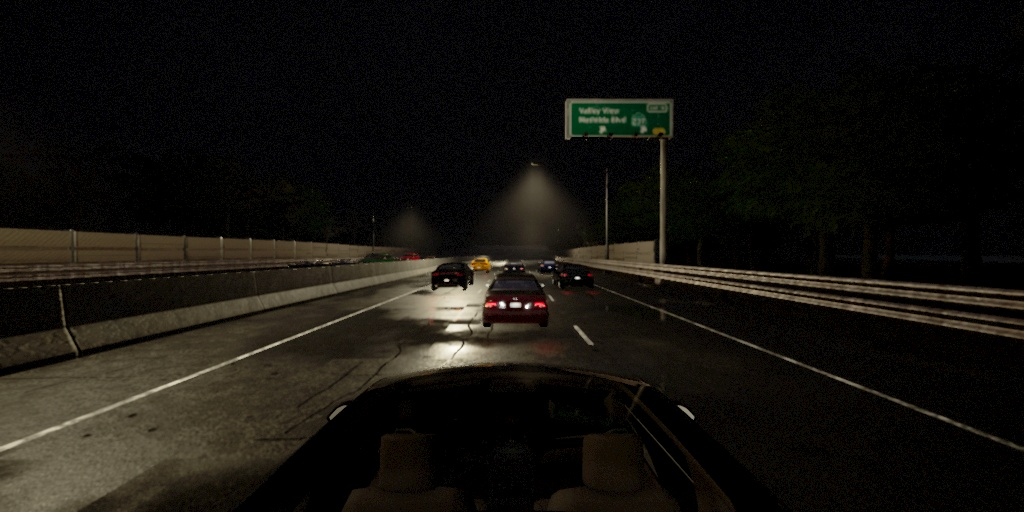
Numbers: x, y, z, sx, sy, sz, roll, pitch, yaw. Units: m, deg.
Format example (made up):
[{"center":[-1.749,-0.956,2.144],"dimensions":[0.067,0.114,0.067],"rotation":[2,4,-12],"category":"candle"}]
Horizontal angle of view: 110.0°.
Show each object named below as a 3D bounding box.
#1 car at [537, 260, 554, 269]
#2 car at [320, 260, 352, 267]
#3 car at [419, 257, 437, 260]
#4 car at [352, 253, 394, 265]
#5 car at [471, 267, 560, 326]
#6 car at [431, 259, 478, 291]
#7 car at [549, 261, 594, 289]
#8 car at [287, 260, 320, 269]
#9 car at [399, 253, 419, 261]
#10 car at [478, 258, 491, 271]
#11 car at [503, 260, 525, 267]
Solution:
[{"center":[3.730,1.073,37.109],"dimensions":[1.994,1.385,4.181],"rotation":[0,0,0],"category":"car"},{"center":[-17.464,1.073,37.092],"dimensions":[1.994,1.385,4.181],"rotation":[0,0,1],"category":"car"},{"center":[-13.676,0.824,60.441],"dimensions":[1.882,1.535,5.008],"rotation":[0,0,1],"category":"car"},{"center":[-13.967,0.734,36.974],"dimensions":[2.150,2.045,5.566],"rotation":[0,0,0],"category":"car"},{"center":[0.093,1.238,11.347],"dimensions":[2.033,1.411,5.357],"rotation":[0,0,0],"category":"car"},{"center":[-3.357,1.101,20.975],"dimensions":[1.882,1.535,5.008],"rotation":[0,0,0],"category":"car"},{"center":[3.643,1.181,21.886],"dimensions":[1.994,1.385,4.181],"rotation":[0,0,0],"category":"car"},{"center":[-20.967,1.111,36.949],"dimensions":[1.895,1.301,4.718],"rotation":[0,0,0],"category":"car"},{"center":[-17.166,0.571,60.242],"dimensions":[2.150,2.045,5.566],"rotation":[0,0,1],"category":"car"},{"center":[-3.262,0.979,38.178],"dimensions":[1.882,1.535,5.008],"rotation":[0,0,0],"category":"car"},{"center":[0.192,1.093,31.974],"dimensions":[2.033,1.411,5.357],"rotation":[0,0,0],"category":"car"}]
